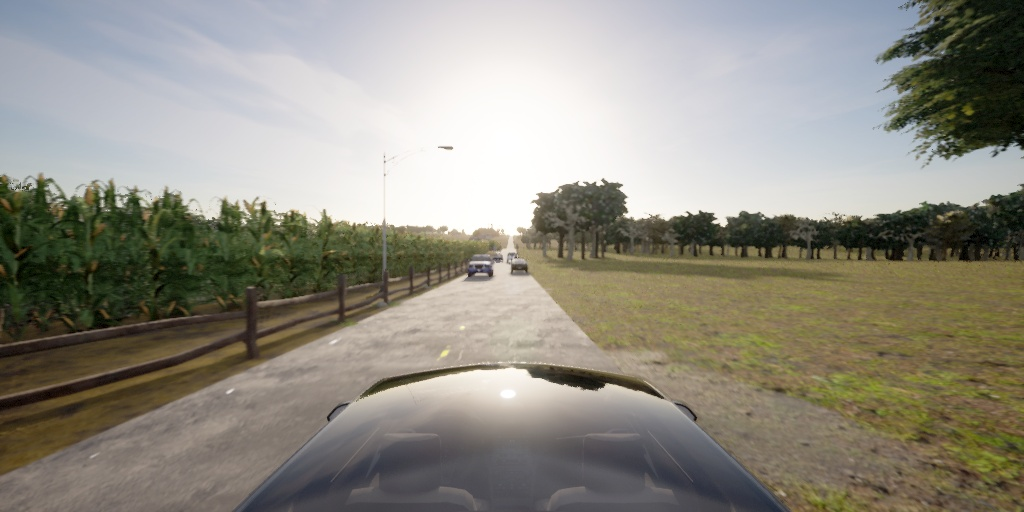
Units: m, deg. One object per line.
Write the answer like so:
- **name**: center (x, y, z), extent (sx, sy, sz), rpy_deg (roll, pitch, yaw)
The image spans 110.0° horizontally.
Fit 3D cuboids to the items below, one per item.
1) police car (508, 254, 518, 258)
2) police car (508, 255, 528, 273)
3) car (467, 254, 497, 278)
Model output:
- **police car**: center (0.809, 0.905, 50.599), extent (1.930, 1.638, 5.238), rpy_deg (0, 1, 0)
- **police car**: center (0.813, 1.030, 40.599), extent (1.930, 1.638, 5.238), rpy_deg (0, 1, 0)
- **car**: center (-2.854, 0.893, 33.735), extent (2.150, 2.045, 5.566), rpy_deg (0, 0, 0)
